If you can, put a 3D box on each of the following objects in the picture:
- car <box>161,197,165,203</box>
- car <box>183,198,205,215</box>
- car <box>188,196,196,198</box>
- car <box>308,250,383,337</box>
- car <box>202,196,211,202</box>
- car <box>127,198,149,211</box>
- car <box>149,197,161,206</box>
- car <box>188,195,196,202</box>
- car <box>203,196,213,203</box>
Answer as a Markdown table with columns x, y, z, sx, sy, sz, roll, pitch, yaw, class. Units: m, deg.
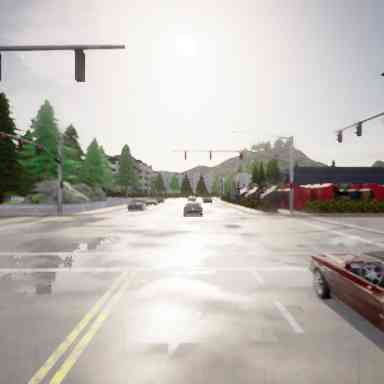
| x | y | z | sx | sy | sz | roll | pitch | yaw | class |
| --- | --- | --- | --- | --- | --- | --- | --- | --- | --- |
| -7.006 | 1.796 | 73.371 | 1.895 | 1.301 | 4.718 | 0 | 0 | 0 | car |
| 0.097 | 1.673 | 35.367 | 1.994 | 1.385 | 4.181 | 0 | 0 | 0 | car |
| -0.006 | 1.746 | 72.960 | 2.128 | 1.511 | 4.902 | 0 | 0 | 0 | car |
| 3.592 | 1.618 | 5.579 | 1.895 | 1.301 | 4.718 | 0 | 0 | 0 | car |
| 3.493 | 1.728 | 82.153 | 1.895 | 1.301 | 4.718 | 0 | 0 | 0 | car |
| -7.089 | 1.636 | 42.937 | 1.837 | 1.490 | 4.892 | 0 | 0 | 0 | car |
| -7.056 | 1.704 | 58.469 | 1.812 | 1.442 | 4.674 | 0 | 0 | 0 | car |
| -0.007 | 1.610 | 82.123 | 1.882 | 1.535 | 5.008 | 0 | 0 | 0 | car |
| 3.494 | 1.816 | 73.244 | 1.895 | 1.301 | 4.718 | 0 | 0 | 0 | car |
